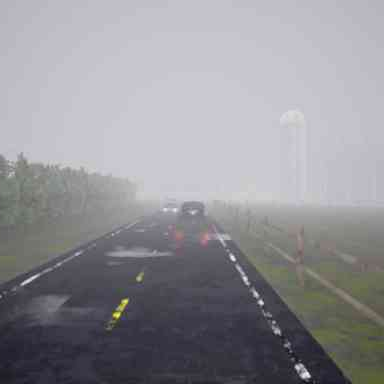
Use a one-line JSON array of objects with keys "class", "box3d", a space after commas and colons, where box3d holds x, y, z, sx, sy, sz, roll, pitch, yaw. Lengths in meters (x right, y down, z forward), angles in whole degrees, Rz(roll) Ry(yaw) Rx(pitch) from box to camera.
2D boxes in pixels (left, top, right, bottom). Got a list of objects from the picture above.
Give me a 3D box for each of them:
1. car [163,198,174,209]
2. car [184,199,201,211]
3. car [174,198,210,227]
[{"class": "car", "box3d": [-2.877, 1.521, 45.788, 2.033, 1.411, 5.357, 0, 0, 0]}, {"class": "car", "box3d": [0.059, 1.575, 41.527, 1.895, 1.301, 4.718, 0, 0, 0]}, {"class": "car", "box3d": [0.081, 1.334, 22.835, 2.097, 1.767, 4.553, 0, 0, 0]}]
